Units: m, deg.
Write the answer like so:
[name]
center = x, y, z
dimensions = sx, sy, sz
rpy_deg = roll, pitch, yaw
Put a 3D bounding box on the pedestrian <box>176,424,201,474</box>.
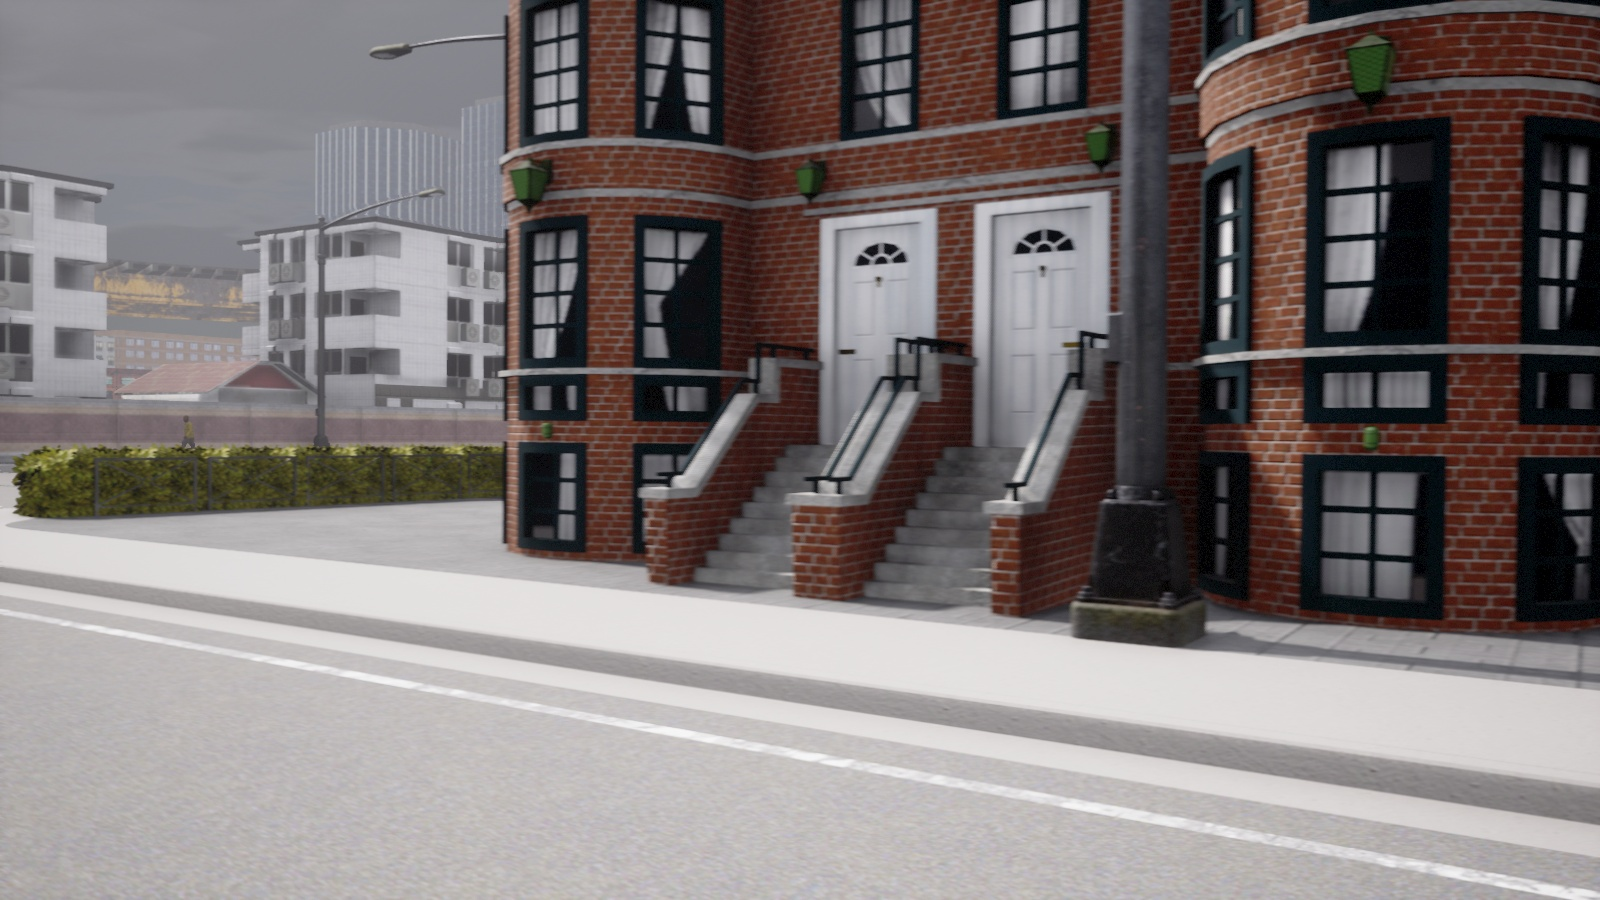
[pedestrian]
center = -22.864, -0.047, 46.928
dimensions = 0.370, 1.835, 0.726
rpy_deg = 0, 1, 36
